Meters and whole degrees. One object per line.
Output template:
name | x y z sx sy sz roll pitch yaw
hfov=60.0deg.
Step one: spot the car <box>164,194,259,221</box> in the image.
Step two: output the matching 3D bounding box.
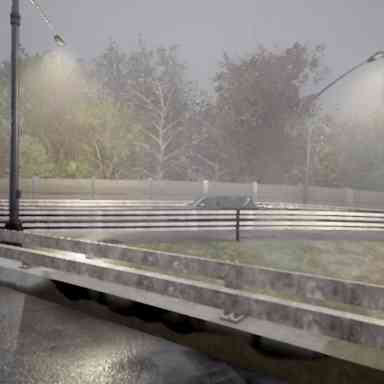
car | 1.161 1.178 19.516 5.566 2.045 2.150 -1 1 -12
